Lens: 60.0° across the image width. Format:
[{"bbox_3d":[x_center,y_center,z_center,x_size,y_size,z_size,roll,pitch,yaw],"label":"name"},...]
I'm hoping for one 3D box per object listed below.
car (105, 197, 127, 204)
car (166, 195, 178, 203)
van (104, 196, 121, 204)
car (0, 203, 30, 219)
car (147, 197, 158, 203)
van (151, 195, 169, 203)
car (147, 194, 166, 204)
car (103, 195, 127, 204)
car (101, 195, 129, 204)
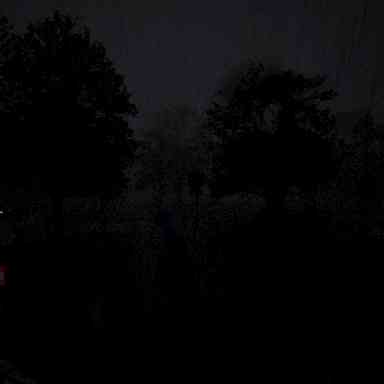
[{"bbox_3d":[-17.875,1.969,77.829,4.892,1.521,2.231,0,-1,-17],"label":"car"},{"bbox_3d":[-6.524,1.700,82.524,5.566,2.045,2.435,0,-1,-17],"label":"car"},{"bbox_3d":[-21.857,2.154,91.216,4.442,1.987,1.878,0,-2,-17],"label":"van"},{"bbox_3d":[-16.365,1.701,30.248,1.994,1.385,4.181,0,0,-7],"label":"car"},{"bbox_3d":[-9.309,1.959,78.357,1.895,1.301,4.718,0,-1,-17],"label":"car"},{"bbox_3d":[-8.420,1.897,88.416,4.442,1.987,1.878,0,-2,-17],"label":"van"},{"bbox_3d":[-7.299,1.464,67.868,2.150,2.045,5.566,0,-1,4],"label":"car"},{"bbox_3d":[-18.683,1.782,80.508,5.566,2.045,2.435,0,-1,-17],"label":"car"},{"bbox_3d":[-17.066,1.658,75.292,5.566,2.045,2.435,0,-1,-17],"label":"car"}]
